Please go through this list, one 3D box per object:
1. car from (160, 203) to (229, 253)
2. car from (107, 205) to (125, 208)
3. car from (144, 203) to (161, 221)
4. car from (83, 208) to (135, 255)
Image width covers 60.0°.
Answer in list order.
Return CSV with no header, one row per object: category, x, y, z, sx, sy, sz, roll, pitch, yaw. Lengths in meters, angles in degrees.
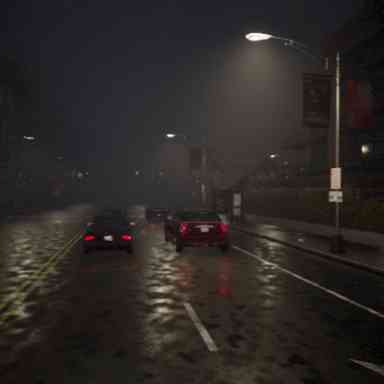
car,0.033,1.467,14.602,2.097,1.767,4.553,1,-1,-12
car,-6.532,1.757,28.560,1.895,1.301,4.718,1,0,-12
car,-3.123,1.693,29.478,2.128,1.511,4.902,1,0,-11
car,-3.374,1.620,13.777,2.033,1.411,5.357,1,0,-12
